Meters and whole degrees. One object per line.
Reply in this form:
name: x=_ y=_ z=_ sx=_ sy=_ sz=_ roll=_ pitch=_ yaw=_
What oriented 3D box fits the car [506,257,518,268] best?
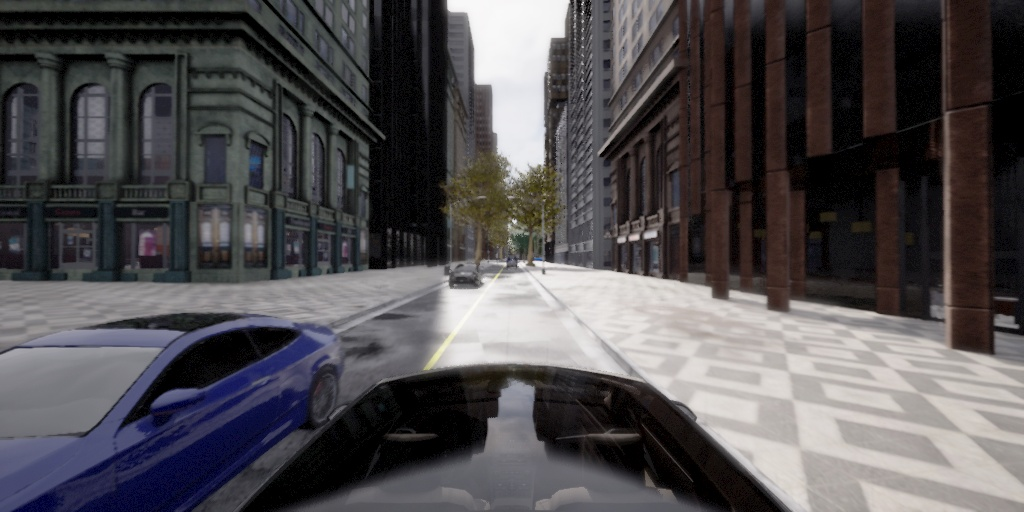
car: x=0.015 y=1.318 z=59.418 sx=2.033 sy=1.411 sz=5.357 roll=0 pitch=0 yaw=0

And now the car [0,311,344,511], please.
car: x=-3.087 y=1.276 z=2.908 sx=1.812 sy=1.442 sz=4.674 roll=0 pitch=0 yaw=0

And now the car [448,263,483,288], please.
car: x=-3.015 y=1.261 z=24.062 sx=1.837 sy=1.490 sz=4.892 roll=0 pitch=-1 yaw=1
